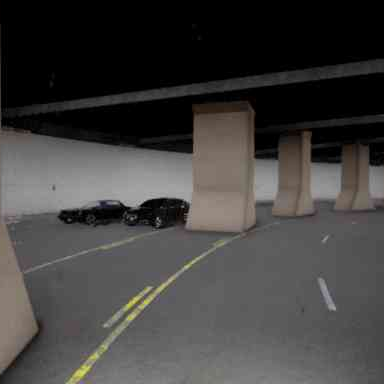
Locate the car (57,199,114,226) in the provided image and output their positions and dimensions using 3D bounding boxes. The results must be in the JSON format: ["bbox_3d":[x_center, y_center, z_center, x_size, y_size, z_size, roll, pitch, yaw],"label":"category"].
[{"bbox_3d":[-5.326,1.114,19.203,1.895,1.301,4.718,1,2,29],"label":"car"}]

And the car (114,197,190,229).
[{"bbox_3d":[-1.739,1.059,18.363,1.837,1.490,4.892,0,1,30],"label":"car"}]
